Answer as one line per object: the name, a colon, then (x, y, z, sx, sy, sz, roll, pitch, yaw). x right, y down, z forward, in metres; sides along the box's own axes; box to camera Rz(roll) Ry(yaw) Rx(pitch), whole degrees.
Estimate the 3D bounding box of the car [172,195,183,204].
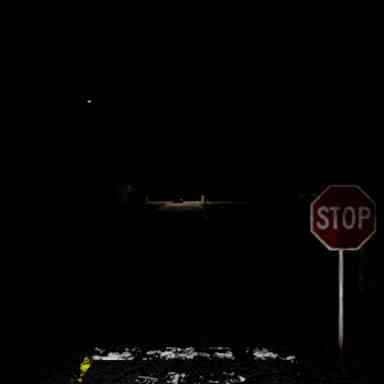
car: (-2.900, 1.437, 67.145, 2.097, 1.767, 4.553, 0, 0, 0)
